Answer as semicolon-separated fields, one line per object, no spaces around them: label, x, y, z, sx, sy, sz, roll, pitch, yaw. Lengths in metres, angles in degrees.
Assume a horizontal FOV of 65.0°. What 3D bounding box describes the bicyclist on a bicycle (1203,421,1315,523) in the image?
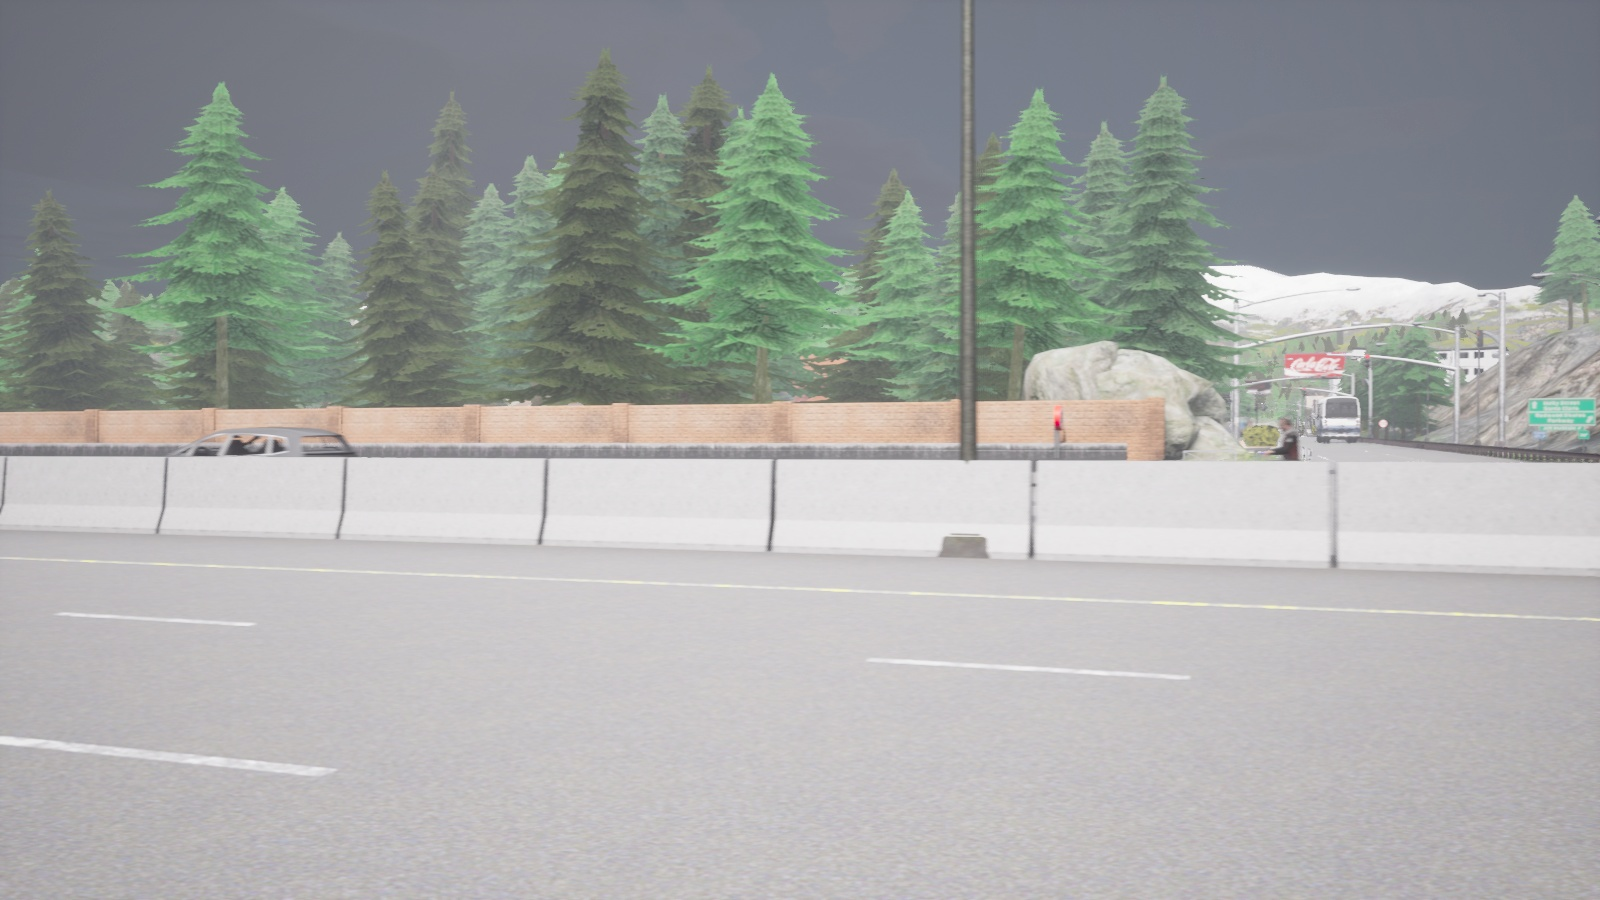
bicyclist on a bicycle;8.234;0.366;22.575;1.843;1.776;0.659;1;1;19

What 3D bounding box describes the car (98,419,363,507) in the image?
car;-11.542;0.218;25.536;4.611;1.667;2.242;1;1;19
